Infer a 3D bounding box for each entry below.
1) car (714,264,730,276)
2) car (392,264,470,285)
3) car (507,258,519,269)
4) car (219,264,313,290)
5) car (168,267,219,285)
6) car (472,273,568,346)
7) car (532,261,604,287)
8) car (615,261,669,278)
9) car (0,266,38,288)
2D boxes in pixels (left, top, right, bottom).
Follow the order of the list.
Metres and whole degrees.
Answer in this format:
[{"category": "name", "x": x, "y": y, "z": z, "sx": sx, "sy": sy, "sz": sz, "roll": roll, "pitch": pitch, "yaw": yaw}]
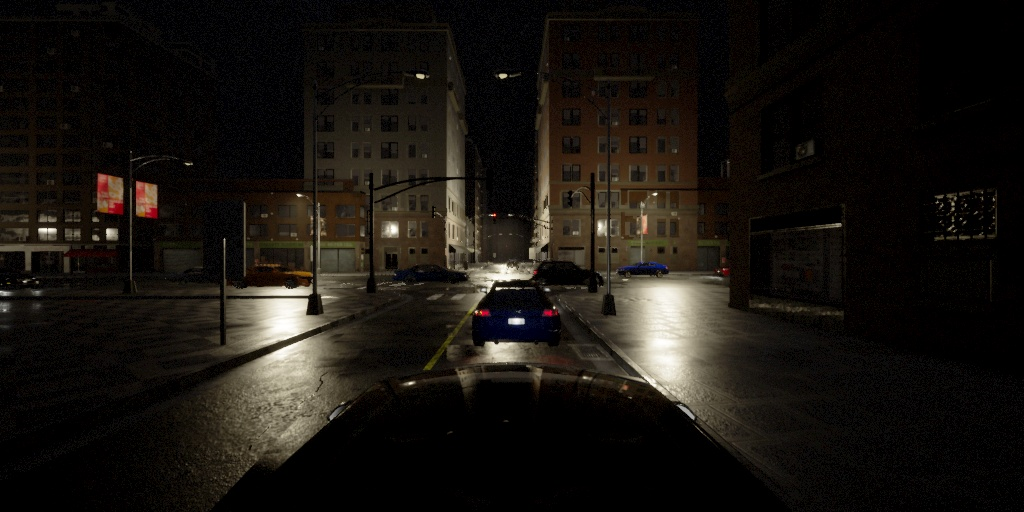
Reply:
[{"category": "car", "x": 20.896, "y": 1.224, "z": 32.793, "sx": 4.181, "sy": 1.385, "sz": 1.994, "roll": 0, "pitch": 0, "yaw": 0}, {"category": "car", "x": -5.815, "y": 1.310, "z": 25.967, "sx": 5.357, "sy": 1.411, "sz": 2.033, "roll": 0, "pitch": 0, "yaw": 0}, {"category": "car", "x": 0.121, "y": 1.272, "z": 57.814, "sx": 2.128, "sy": 1.511, "sz": 4.902, "roll": 0, "pitch": 0, "yaw": 0}, {"category": "car", "x": -15.096, "y": 1.279, "z": 22.672, "sx": 5.008, "sy": 1.535, "sz": 1.882, "roll": 0, "pitch": 0, "yaw": 0}, {"category": "car", "x": -21.637, "y": 1.427, "z": 25.886, "sx": 4.718, "sy": 1.301, "sz": 1.895, "roll": 0, "pitch": 0, "yaw": 0}, {"category": "car", "x": 0.096, "y": 1.314, "z": 9.387, "sx": 1.994, "sy": 1.385, "sz": 4.181, "roll": 0, "pitch": 0, "yaw": 0}, {"category": "car", "x": 3.451, "y": 1.078, "z": 22.760, "sx": 4.553, "sy": 1.767, "sz": 2.097, "roll": 0, "pitch": 0, "yaw": 0}, {"category": "car", "x": 11.856, "y": 1.217, "z": 32.753, "sx": 4.674, "sy": 1.442, "sz": 1.812, "roll": 0, "pitch": 0, "yaw": 0}, {"category": "car", "x": -33.124, "y": 1.371, "z": 22.587, "sx": 4.892, "sy": 1.490, "sz": 1.837, "roll": 0, "pitch": 0, "yaw": 0}]
